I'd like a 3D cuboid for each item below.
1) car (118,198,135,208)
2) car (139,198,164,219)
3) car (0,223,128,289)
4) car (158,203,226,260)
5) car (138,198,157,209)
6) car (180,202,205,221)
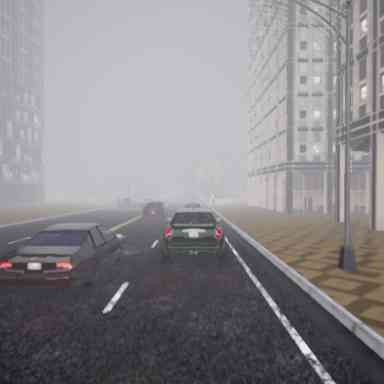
[{"bbox_3d":[-9.826,1.619,50.022,1.812,1.442,4.674,0,0,0],"label":"car"},{"bbox_3d":[-3.171,1.539,29.512,1.882,1.535,5.008,0,0,0],"label":"car"},{"bbox_3d":[-3.203,1.569,9.316,2.033,1.411,5.357,0,0,1],"label":"car"},{"bbox_3d":[0.069,1.380,12.687,2.097,1.767,4.553,0,0,0],"label":"car"},{"bbox_3d":[-6.581,1.641,49.826,2.033,1.411,5.357,0,0,0],"label":"car"},{"bbox_3d":[0.075,1.624,28.582,1.994,1.385,4.181,0,0,0],"label":"car"}]
